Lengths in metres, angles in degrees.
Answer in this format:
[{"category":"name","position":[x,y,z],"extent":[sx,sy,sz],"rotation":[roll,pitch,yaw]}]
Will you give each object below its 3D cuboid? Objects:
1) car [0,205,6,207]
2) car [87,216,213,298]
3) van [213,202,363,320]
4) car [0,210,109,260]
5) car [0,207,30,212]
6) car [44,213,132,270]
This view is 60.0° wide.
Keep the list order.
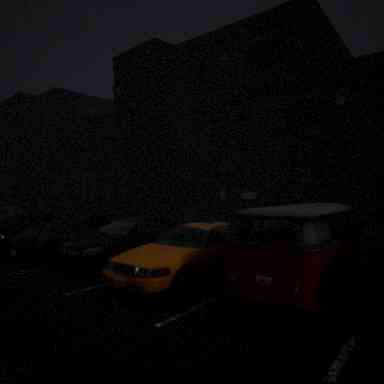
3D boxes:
[{"category":"car","position":[-8.361,1.453,15.745],"extent":[2.231,1.521,4.892],"rotation":[0,0,40]},{"category":"car","position":[0.144,1.480,8.887],"extent":[1.946,1.575,5.366],"rotation":[0,0,37]},{"category":"van","position":[2.522,1.261,7.505],"extent":[1.878,1.987,4.442],"rotation":[0,0,36]},{"category":"car","position":[-4.103,1.501,12.325],"extent":[2.163,1.488,4.792],"rotation":[0,0,38]},{"category":"car","position":[-6.210,1.492,14.060],"extent":[2.163,1.488,4.792],"rotation":[0,0,39]},{"category":"car","position":[-1.921,1.519,10.682],"extent":[2.002,1.452,4.674],"rotation":[0,0,38]}]
